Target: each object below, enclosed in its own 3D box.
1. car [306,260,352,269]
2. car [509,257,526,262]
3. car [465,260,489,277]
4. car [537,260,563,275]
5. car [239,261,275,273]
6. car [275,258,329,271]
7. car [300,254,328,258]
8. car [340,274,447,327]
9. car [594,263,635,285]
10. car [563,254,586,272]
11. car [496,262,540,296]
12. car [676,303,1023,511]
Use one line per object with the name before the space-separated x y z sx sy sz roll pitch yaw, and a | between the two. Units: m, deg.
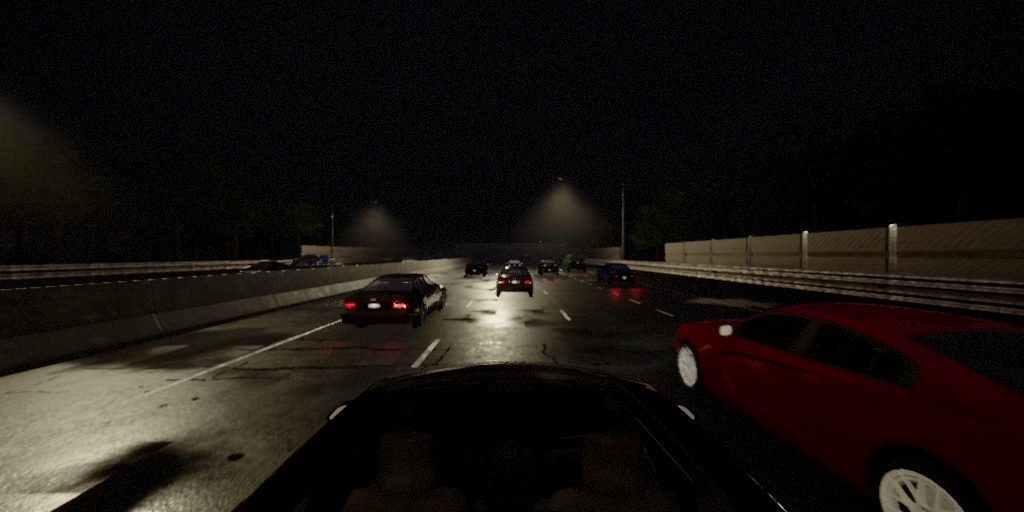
car | -14.013 1.263 28.703 1.895 1.301 4.718 0 0 0
car | 0.291 1.156 43.082 2.033 1.411 5.357 0 0 0
car | -3.280 1.121 34.030 1.882 1.535 5.008 0 0 0
car | 3.639 1.125 36.778 2.128 1.511 4.902 0 0 0
car | -20.998 1.180 30.725 1.812 1.442 4.674 0 0 0
car | -17.497 1.146 30.858 2.128 1.511 4.902 0 0 0
car | -24.397 0.825 43.542 2.150 2.045 5.566 0 1 1
car | -3.386 1.265 11.328 2.033 1.411 5.357 0 0 0
car | 7.177 1.200 25.131 1.812 1.442 4.674 0 0 0
car | 7.285 0.835 42.256 2.150 2.045 5.566 0 0 1
car | 0.138 1.242 18.900 2.033 1.411 5.357 0 0 0
car | 3.502 1.221 3.659 1.882 1.535 5.008 0 0 0
